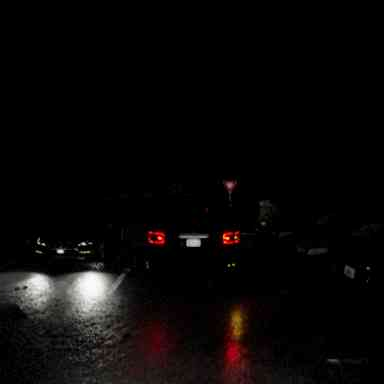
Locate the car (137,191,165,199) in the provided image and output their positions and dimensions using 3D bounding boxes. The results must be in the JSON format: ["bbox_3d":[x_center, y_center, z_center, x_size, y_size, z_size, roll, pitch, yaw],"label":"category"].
[{"bbox_3d":[-8.163,0.514,66.083,5.366,1.575,1.946,0,2,0],"label":"car"}]

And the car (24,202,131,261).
[{"bbox_3d":[-3.579,1.309,11.471,1.837,1.490,4.892,0,1,0],"label":"car"}]

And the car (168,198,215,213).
[{"bbox_3d":[-0.070,1.348,32.698,4.181,1.385,1.994,-1,-3,34],"label":"car"}]

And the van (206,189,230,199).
[{"bbox_3d":[4.850,0.363,63.394,4.442,1.987,1.878,0,2,0],"label":"van"}]

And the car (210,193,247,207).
[{"bbox_3d":[4.781,1.022,44.016,4.553,1.767,2.185,0,2,0],"label":"car"}]

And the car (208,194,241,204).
[{"bbox_3d":[4.743,1.031,49.434,4.674,1.452,2.002,0,2,0],"label":"car"}]

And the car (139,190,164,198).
[{"bbox_3d":[-8.357,0.449,68.849,4.892,1.521,2.231,0,2,0],"label":"car"}]

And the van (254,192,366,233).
[{"bbox_3d":[4.913,1.004,14.144,4.442,1.987,1.878,-1,1,0],"label":"van"}]

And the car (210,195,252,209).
[{"bbox_3d":[4.747,1.228,41.250,5.008,1.535,2.097,0,2,0],"label":"car"}]

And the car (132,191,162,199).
[{"bbox_3d":[-8.532,0.585,63.430,5.366,1.575,1.946,0,2,0],"label":"car"}]

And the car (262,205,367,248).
[{"bbox_3d":[5.042,1.325,11.477,4.674,1.452,2.002,0,1,0],"label":"car"}]

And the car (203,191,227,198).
[{"bbox_3d":[4.758,0.479,68.810,4.792,1.488,2.163,0,1,0],"label":"car"}]

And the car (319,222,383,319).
[{"bbox_3d":[5.068,1.429,5.781,4.792,1.488,2.163,0,1,0],"label":"car"}]

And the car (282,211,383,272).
[{"bbox_3d":[5.042,1.385,8.692,4.674,1.452,2.002,0,1,0],"label":"car"}]

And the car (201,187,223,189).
[{"bbox_3d":[4.767,0.499,57.732,5.566,2.045,2.435,0,2,0],"label":"car"}]

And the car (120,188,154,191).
[{"bbox_3d":[-8.306,0.739,49.427,5.566,2.045,2.435,0,2,0],"label":"car"}]

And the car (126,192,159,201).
[{"bbox_3d":[-8.527,0.746,57.759,5.366,1.575,1.946,0,2,0],"label":"car"}]

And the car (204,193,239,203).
[{"bbox_3d":[4.557,0.908,52.202,5.366,1.575,1.946,0,2,0],"label":"car"}]

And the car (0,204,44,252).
[{"bbox_3d":[-8.011,1.319,11.283,4.792,1.488,2.163,0,1,0],"label":"car"}]

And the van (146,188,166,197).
[{"bbox_3d":[-8.241,0.045,77.172,4.442,1.987,1.878,0,1,0],"label":"van"}]

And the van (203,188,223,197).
[{"bbox_3d":[4.838,0.046,77.110,4.442,1.987,1.878,0,1,0],"label":"van"}]

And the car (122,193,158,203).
[{"bbox_3d":[-8.151,0.907,52.210,5.366,1.575,1.946,0,2,0],"label":"car"}]

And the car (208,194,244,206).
[{"bbox_3d":[4.718,1.101,46.665,4.792,1.488,2.163,0,2,0],"label":"car"}]

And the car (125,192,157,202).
[{"bbox_3d":[-8.333,0.831,54.985,4.892,1.521,2.231,0,2,0],"label":"car"}]

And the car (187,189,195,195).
[{"bbox_3d":[-0.323,-0.008,82.579,1.882,1.535,5.008,0,1,0],"label":"car"}]

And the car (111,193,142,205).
[{"bbox_3d":[-8.359,1.181,43.886,4.792,1.488,2.163,0,2,0],"label":"car"}]

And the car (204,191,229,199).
[{"bbox_3d":[4.760,0.544,66.171,4.792,1.488,2.163,0,2,0],"label":"car"}]

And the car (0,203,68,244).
[{"bbox_3d":[-8.070,1.259,14.066,4.792,1.488,2.163,0,1,0],"label":"car"}]

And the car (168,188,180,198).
[{"bbox_3d":[-3.813,0.151,70.667,2.150,2.045,5.566,0,1,0],"label":"car"}]

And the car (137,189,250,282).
[{"bbox_3d":[0.057,1.069,9.419,2.150,2.045,5.566,0,1,1],"label":"car"}]

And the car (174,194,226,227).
[{"bbox_3d":[0.653,1.030,20.574,2.097,1.767,4.553,-1,0,16],"label":"car"}]

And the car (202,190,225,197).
[{"bbox_3d":[4.729,0.328,74.346,5.008,1.535,2.097,0,1,0],"label":"car"}]

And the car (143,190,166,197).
[{"bbox_3d":[-8.326,0.357,74.401,4.792,1.488,2.163,0,1,0],"label":"car"}]

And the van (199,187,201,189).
[{"bbox_3d":[4.603,-0.010,79.880,4.442,1.987,1.878,0,1,0],"label":"van"}]

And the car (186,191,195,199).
[{"bbox_3d":[-0.309,0.530,66.828,1.837,1.490,4.892,0,2,0],"label":"car"}]

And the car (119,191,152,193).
[{"bbox_3d":[-8.327,1.071,46.660,5.008,1.535,2.097,0,2,0],"label":"car"}]
